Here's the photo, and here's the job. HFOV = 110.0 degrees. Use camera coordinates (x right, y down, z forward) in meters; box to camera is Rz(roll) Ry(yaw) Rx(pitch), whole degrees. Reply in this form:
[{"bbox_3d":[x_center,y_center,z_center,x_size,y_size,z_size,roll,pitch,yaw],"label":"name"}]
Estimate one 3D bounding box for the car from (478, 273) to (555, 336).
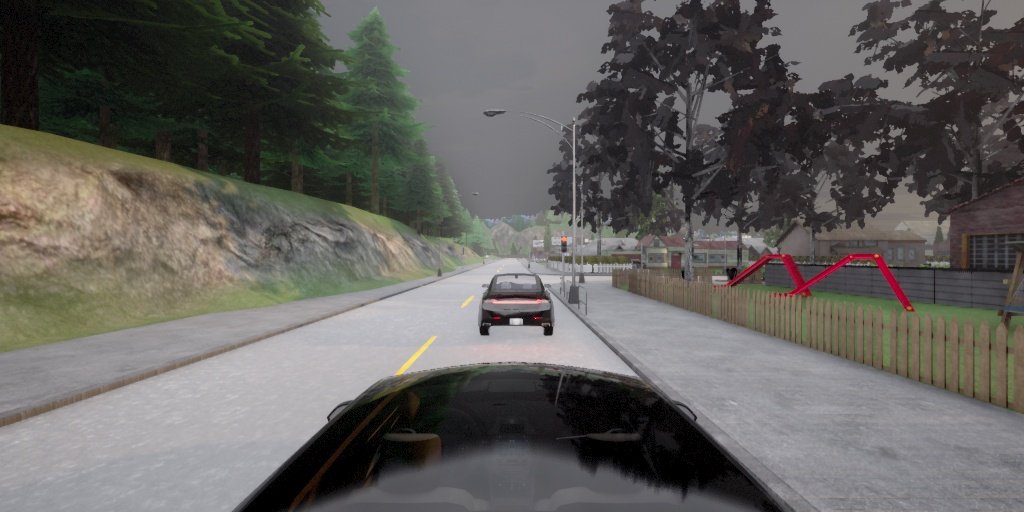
[{"bbox_3d":[0.128,1.242,10.383,2.128,1.511,4.902,0,0,1],"label":"car"}]
